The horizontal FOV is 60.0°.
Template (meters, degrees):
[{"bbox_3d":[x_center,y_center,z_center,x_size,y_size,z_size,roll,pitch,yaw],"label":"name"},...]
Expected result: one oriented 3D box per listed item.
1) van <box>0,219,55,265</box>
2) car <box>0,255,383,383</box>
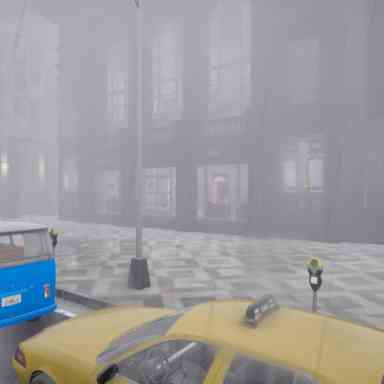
[{"bbox_3d":[-4.123,1.341,5.917,3.998,1.788,1.690,0,0,36],"label":"van"},{"bbox_3d":[0.320,1.525,2.734,4.829,1.417,1.752,0,0,36],"label":"car"}]
